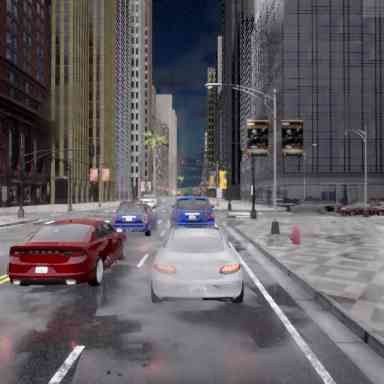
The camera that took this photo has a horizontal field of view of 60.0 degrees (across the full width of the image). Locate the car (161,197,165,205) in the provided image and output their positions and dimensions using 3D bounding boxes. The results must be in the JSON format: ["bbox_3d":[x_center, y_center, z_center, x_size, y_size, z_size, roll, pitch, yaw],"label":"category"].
[{"bbox_3d":[-6.518,1.804,60.684,1.837,1.490,4.892,0,0,1],"label":"car"}]

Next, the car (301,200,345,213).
[{"bbox_3d":[15.217,1.662,38.687,4.313,1.339,1.947,0,0,-1],"label":"car"}]

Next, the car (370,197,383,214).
[{"bbox_3d":[22.165,1.392,36.035,4.553,1.767,2.097,0,-1,-1],"label":"car"}]

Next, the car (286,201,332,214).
[{"bbox_3d":[12.372,1.637,35.892,4.181,1.385,1.994,0,-1,-1],"label":"car"}]

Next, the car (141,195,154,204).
[{"bbox_3d":[-9.687,1.626,73.453,2.150,2.045,5.566,0,0,0],"label":"car"}]

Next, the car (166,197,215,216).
[{"bbox_3d":[0.041,1.257,17.775,2.150,2.045,5.566,0,0,1],"label":"car"}]

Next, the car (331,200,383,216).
[{"bbox_3d":[15.340,1.577,30.163,4.206,1.307,1.802,0,0,-1],"label":"car"}]

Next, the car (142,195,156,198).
[{"bbox_3d":[-6.556,1.452,50.972,2.150,2.045,5.566,0,0,0],"label":"car"}]

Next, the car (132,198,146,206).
[{"bbox_3d":[-9.757,1.835,61.934,1.812,1.442,4.674,0,0,1],"label":"car"}]

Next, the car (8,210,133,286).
[{"bbox_3d":[-3.144,1.489,9.445,1.882,1.535,5.008,0,0,0],"label":"car"}]

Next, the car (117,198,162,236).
[{"bbox_3d":[-3.134,1.391,18.672,2.097,1.767,4.553,0,0,0],"label":"car"}]

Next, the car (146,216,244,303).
[{"bbox_3d":[0.105,1.534,8.073,1.812,1.442,4.674,0,0,0],"label":"car"}]

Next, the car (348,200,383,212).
[{"bbox_3d":[20.857,1.643,38.769,4.313,1.339,1.947,0,0,-1],"label":"car"}]

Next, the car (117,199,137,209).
[{"bbox_3d":[-9.804,1.778,50.931,2.033,1.411,5.357,0,0,0],"label":"car"}]
